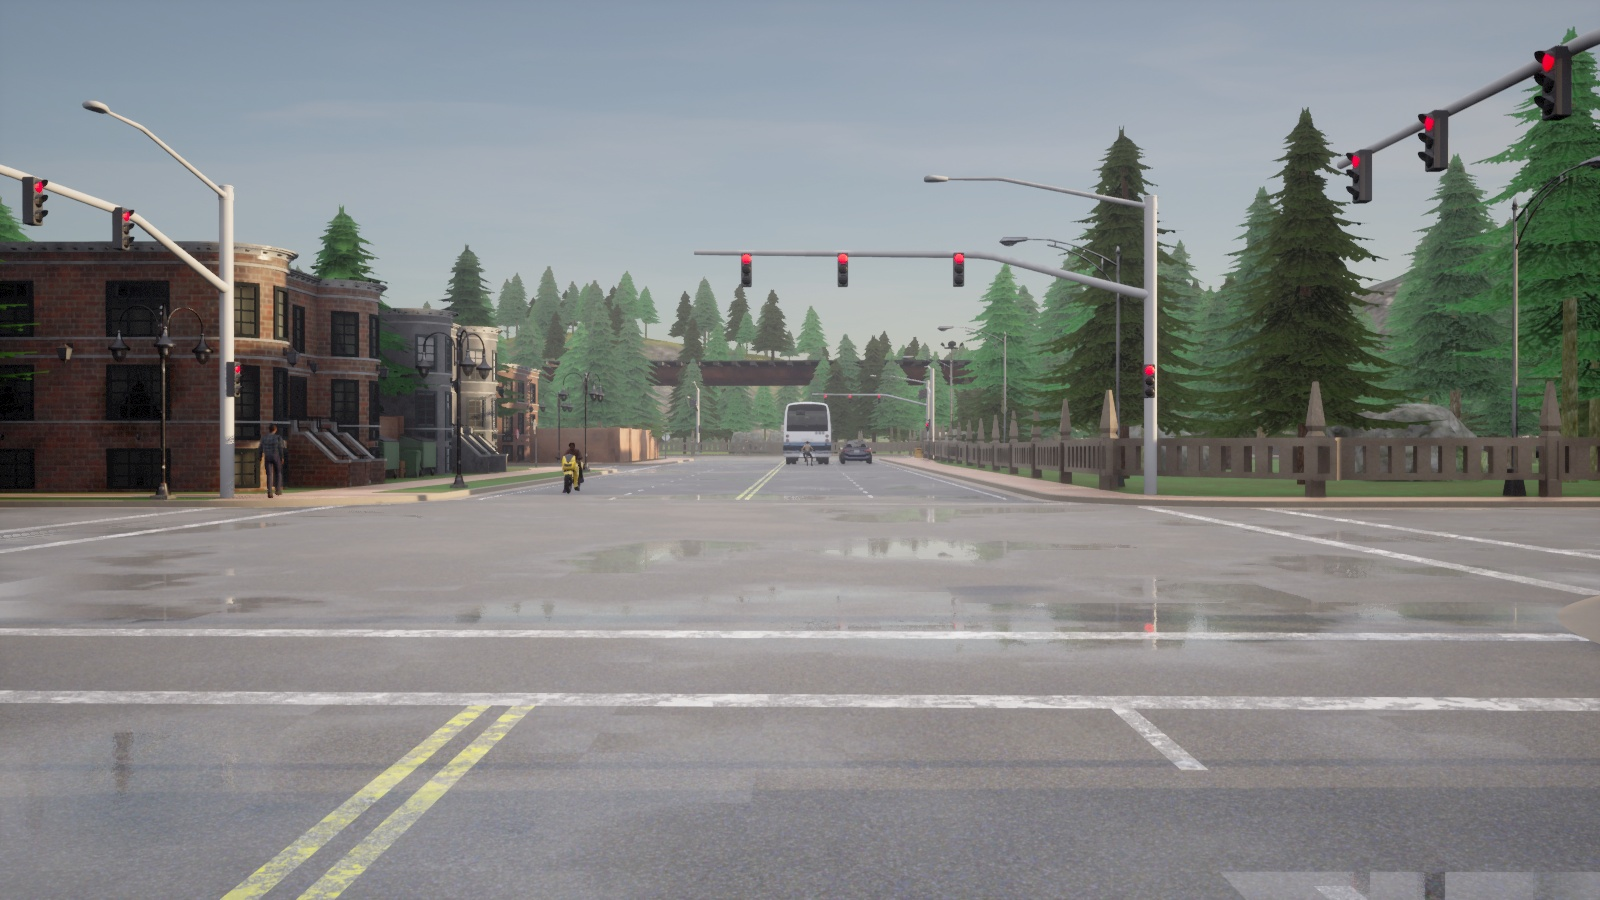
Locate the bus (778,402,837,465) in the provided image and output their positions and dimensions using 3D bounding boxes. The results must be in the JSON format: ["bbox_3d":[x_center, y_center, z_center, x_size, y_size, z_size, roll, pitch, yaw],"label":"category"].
[{"bbox_3d":[0.524,-1.136,89.810,3.944,4.253,10.273,0,0,0],"label":"bus"}]

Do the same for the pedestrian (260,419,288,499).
[{"bbox_3d":[-12.926,0.218,30.860,0.423,1.949,0.788,0,0,-6],"label":"pedestrian"}]

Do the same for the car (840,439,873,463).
[{"bbox_3d":[4.025,0.083,90.532,2.242,1.667,4.611,0,0,1],"label":"car"}]

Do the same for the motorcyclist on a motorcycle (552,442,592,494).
[{"bbox_3d":[-6.774,0.512,37.430,0.797,1.523,2.044,0,0,0],"label":"motorcyclist on a motorcycle"}]
